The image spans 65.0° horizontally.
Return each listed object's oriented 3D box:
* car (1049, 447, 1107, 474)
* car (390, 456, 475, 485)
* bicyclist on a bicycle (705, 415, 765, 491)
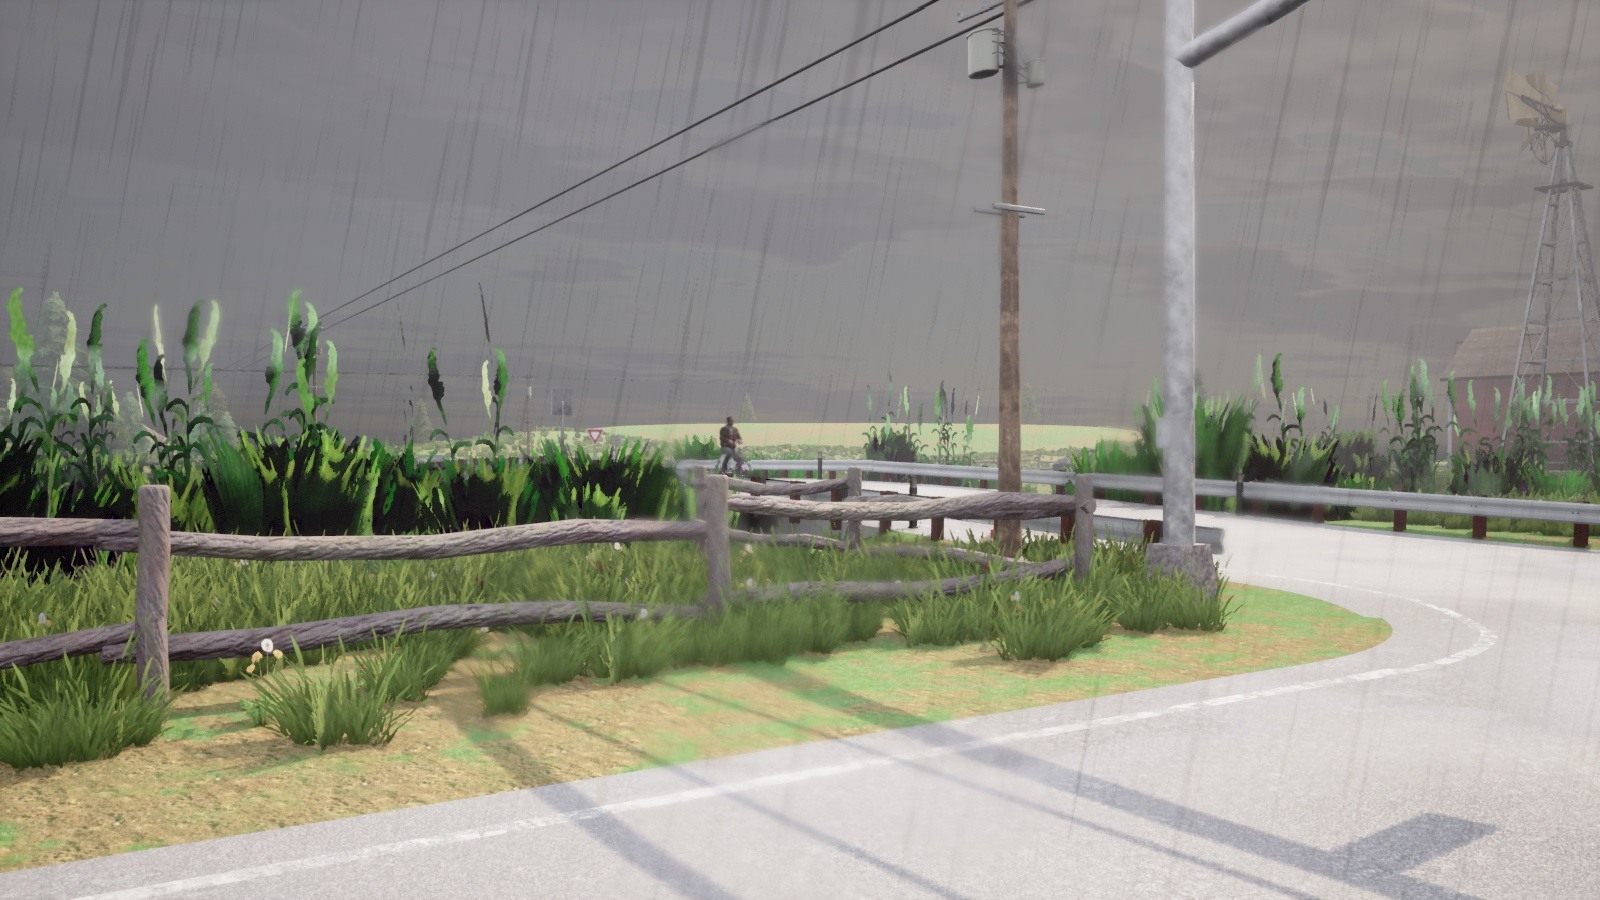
[{"bbox_3d":[20.160,0.755,90.984,3.866,1.878,1.905,0,0,-32],"label":"car"},{"bbox_3d":[-18.597,1.026,63.773,1.994,1.385,4.181,0,-1,21],"label":"car"},{"bbox_3d":[-1.594,0.063,30.494,0.659,1.776,1.843,0,1,-31],"label":"bicyclist on a bicycle"}]
